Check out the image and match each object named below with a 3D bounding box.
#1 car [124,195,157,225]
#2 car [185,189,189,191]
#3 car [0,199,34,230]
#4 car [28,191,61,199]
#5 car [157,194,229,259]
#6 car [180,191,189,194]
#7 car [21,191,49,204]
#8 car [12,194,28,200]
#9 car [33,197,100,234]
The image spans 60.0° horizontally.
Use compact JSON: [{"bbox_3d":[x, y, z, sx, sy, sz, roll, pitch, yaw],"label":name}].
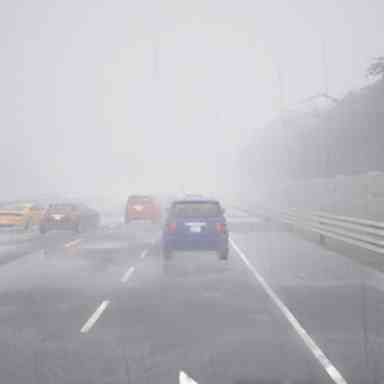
[{"bbox_3d":[-3.428,1.204,24.241,2.150,2.045,5.566,0,0,0],"label":"car"},{"bbox_3d":[-2.582,0.486,92.582,1.994,1.385,4.181,0,1,1],"label":"car"},{"bbox_3d":[-10.343,1.461,20.843,1.882,1.535,5.008,0,0,0],"label":"car"},{"bbox_3d":[-20.811,1.059,48.009,2.150,2.045,5.566,0,1,1],"label":"car"},{"bbox_3d":[0.124,1.212,12.668,2.150,2.045,5.566,0,0,0],"label":"car"},{"bbox_3d":[0.230,1.190,32.931,2.150,2.045,5.566,0,0,0],"label":"car"},{"bbox_3d":[-27.631,0.872,58.867,2.150,2.045,5.566,0,1,1],"label":"car"},{"bbox_3d":[-24.302,1.186,48.258,2.097,1.767,4.553,0,1,1],"label":"car"},{"bbox_3d":[-6.851,1.337,19.081,2.097,1.767,4.553,0,0,0],"label":"car"}]
